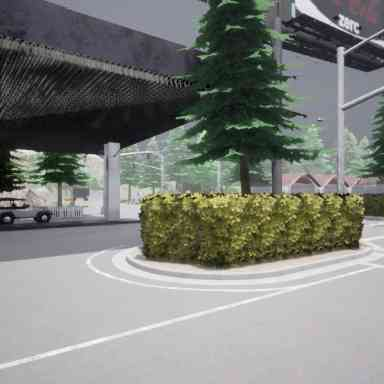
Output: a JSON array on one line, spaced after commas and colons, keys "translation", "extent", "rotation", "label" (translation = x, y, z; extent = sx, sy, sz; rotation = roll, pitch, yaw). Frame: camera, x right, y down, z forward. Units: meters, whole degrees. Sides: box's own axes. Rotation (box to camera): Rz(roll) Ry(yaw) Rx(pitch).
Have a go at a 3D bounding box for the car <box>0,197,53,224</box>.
[{"translation": [-11.996, 1.313, 23.467], "extent": [3.866, 1.878, 1.905], "rotation": [0, 0, -36], "label": "car"}]
